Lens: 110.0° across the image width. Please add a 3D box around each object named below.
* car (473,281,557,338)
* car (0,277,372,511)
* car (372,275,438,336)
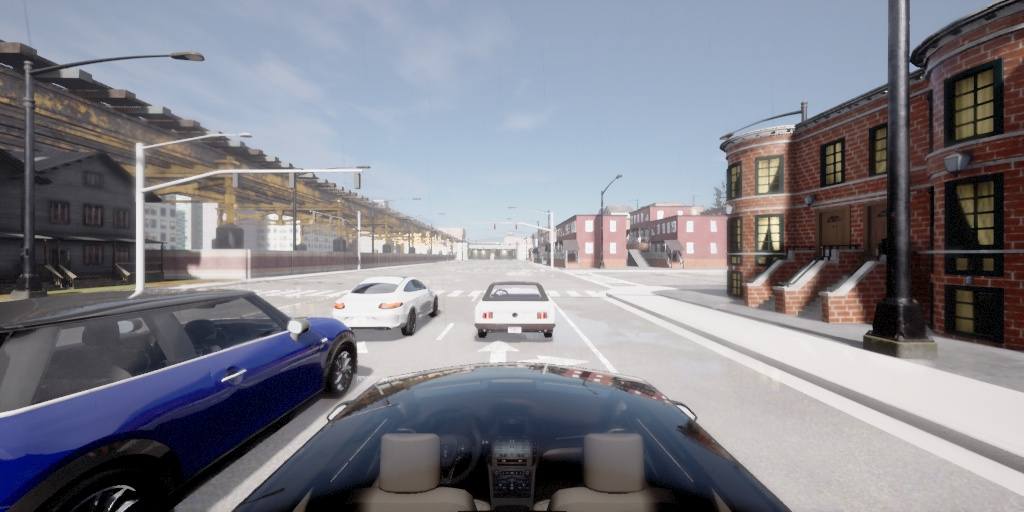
[{"bbox_3d":[0.105,1.351,10.184,1.895,1.301,4.718,0,0,1],"label":"car"},{"bbox_3d":[-3.399,1.102,3.648,2.097,1.767,4.553,0,0,0],"label":"car"},{"bbox_3d":[-3.398,1.276,10.292,1.812,1.442,4.674,0,0,0],"label":"car"}]
